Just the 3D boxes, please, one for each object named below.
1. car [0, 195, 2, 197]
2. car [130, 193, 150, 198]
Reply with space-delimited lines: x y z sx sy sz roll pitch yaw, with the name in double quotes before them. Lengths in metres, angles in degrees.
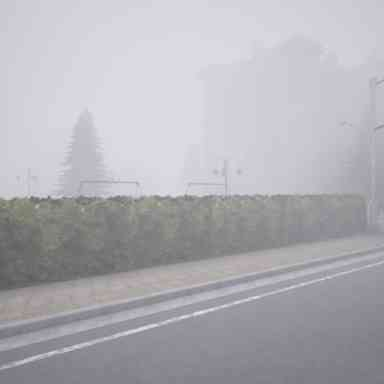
"car" -40.256 1.374 67.276 3.633 1.501 1.845 0 0 -37
"car" -6.857 1.206 46.077 2.150 2.045 5.566 0 0 -37
